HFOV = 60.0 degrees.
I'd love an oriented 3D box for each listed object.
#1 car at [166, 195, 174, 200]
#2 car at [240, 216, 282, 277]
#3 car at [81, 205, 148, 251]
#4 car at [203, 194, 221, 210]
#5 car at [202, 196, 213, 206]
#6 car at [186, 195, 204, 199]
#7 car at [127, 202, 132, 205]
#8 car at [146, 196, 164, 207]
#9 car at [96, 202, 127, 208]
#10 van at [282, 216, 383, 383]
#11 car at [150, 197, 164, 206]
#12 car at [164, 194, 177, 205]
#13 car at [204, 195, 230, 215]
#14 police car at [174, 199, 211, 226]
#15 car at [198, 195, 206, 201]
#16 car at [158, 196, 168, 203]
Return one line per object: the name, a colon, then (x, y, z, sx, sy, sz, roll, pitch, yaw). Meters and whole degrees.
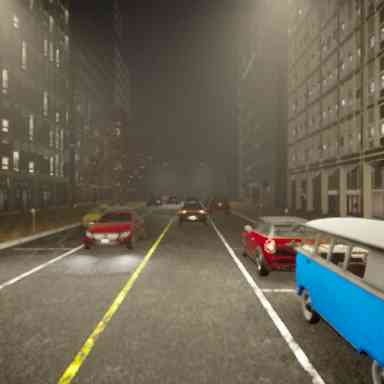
car: (-5.883, 1.432, 89.945, 1.887, 1.381, 4.507, 0, 0, 0)
car: (2.670, 1.435, 10.261, 1.967, 1.590, 4.097, 0, 0, 0)
car: (-3.133, 1.518, 14.304, 1.812, 1.442, 4.674, 0, 0, 0)
car: (2.597, 1.278, 44.414, 2.192, 1.841, 5.009, 0, 0, 0)
car: (2.571, 1.472, 55.967, 1.752, 1.417, 4.829, 0, 0, 0)
car: (0.010, 1.318, 41.595, 2.097, 1.767, 4.553, 0, 0, 0)
car: (-5.748, 1.531, 27.331, 2.008, 1.369, 4.403, 0, 0, 0)
car: (-5.797, 1.505, 50.100, 2.008, 1.369, 4.403, 0, 0, 0)
car: (-5.735, 1.511, 21.467, 1.752, 1.417, 4.829, 0, 0, 0)
van: (2.683, 1.340, 4.570, 1.690, 1.788, 3.998, 0, 0, 0)
car: (-5.809, 1.512, 55.792, 1.947, 1.339, 4.313, 0, 0, 0)
car: (-3.188, 1.472, 55.745, 1.812, 1.442, 4.674, 0, 0, 0)
car: (2.622, 1.290, 33.029, 2.192, 1.841, 5.009, 0, 0, 0)
police car: (0.048, 1.484, 23.651, 2.038, 1.542, 4.974, 0, 0, 0)
car: (2.510, 1.464, 84.259, 1.947, 1.339, 4.313, 0, 0, 0)
car: (-5.834, 1.510, 67.175, 1.802, 1.307, 4.206, 0, 0, 0)
